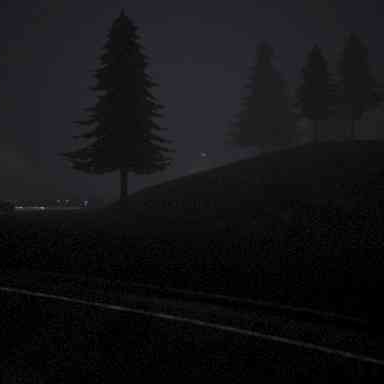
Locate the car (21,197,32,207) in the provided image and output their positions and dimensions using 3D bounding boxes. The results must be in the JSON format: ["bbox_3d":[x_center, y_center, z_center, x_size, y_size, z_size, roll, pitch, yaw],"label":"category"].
[{"bbox_3d":[-24.518,1.516,50.472,1.994,1.385,4.181,0,0,22],"label":"car"}]

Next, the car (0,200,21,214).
[{"bbox_3d":[-20.063,1.491,33.292,1.812,1.442,4.674,0,0,22],"label":"car"}]

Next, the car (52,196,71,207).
[{"bbox_3d":[-17.637,1.313,48.829,2.097,1.767,4.553,0,0,22],"label":"car"}]

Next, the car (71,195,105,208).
[{"bbox_3d":[-14.418,1.316,47.453,2.097,1.767,4.553,0,0,22],"label":"car"}]

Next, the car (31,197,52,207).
[{"bbox_3d":[-21.108,1.520,49.575,1.994,1.385,4.181,0,0,22],"label":"car"}]
